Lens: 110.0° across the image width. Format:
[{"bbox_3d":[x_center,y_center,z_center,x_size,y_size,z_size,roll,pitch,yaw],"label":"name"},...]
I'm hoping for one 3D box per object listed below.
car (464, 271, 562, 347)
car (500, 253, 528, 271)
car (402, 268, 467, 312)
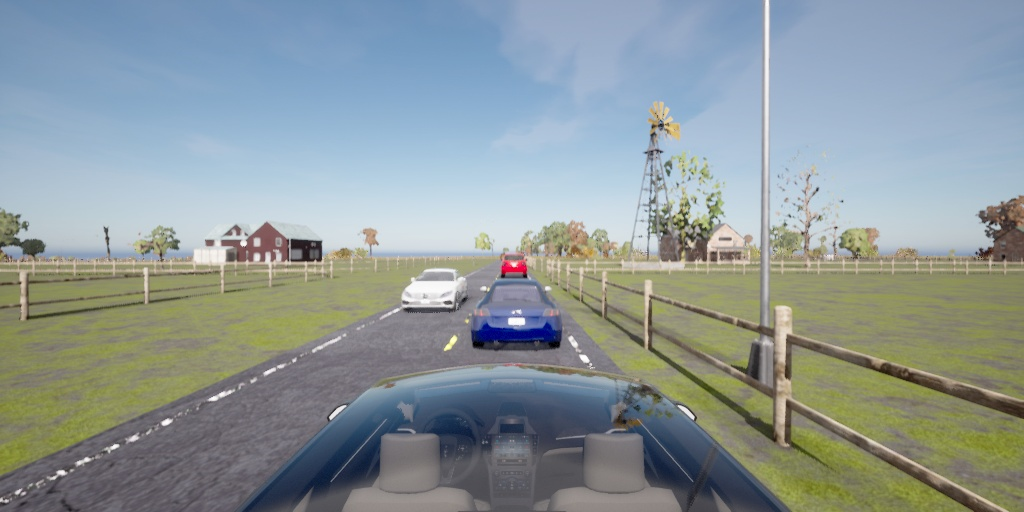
[{"bbox_3d":[0.100,1.268,9.193,1.994,1.385,4.181,0,0,0],"label":"car"},{"bbox_3d":[0.176,0.790,30.716,2.150,2.045,5.566,0,0,0],"label":"car"},{"bbox_3d":[-2.804,1.200,13.917,1.812,1.442,4.674,0,0,0],"label":"car"}]
